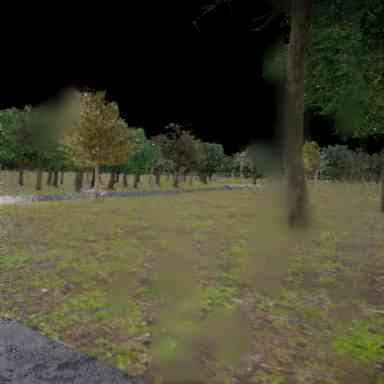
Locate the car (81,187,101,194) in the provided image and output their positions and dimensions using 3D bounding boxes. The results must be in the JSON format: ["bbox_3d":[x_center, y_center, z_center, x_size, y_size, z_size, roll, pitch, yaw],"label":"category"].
[{"bbox_3d":[-22.211,-0.284,73.386,1.812,1.442,4.674,4,4,35],"label":"car"}]
